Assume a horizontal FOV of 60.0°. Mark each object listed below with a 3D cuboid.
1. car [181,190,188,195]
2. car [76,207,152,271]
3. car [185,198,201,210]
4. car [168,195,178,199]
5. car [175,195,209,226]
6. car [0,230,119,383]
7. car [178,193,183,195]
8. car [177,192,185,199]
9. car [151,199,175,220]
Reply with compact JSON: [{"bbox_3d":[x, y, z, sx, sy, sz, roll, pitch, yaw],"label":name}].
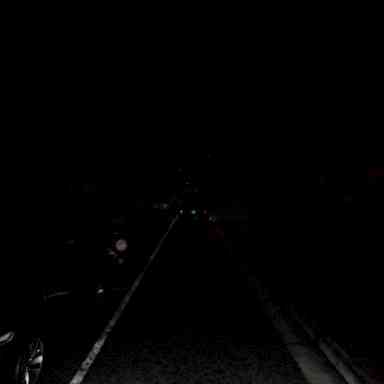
[{"bbox_3d":[-2.620,0.966,76.568,2.008,1.369,4.403,1,1,0],"label":"car"},{"bbox_3d":[-2.633,1.450,10.714,1.967,1.590,4.097,0,0,0],"label":"car"},{"bbox_3d":[0.100,1.481,41.198,1.895,1.301,4.718,0,1,0],"label":"car"},{"bbox_3d":[-2.627,1.451,38.399,1.887,1.381,4.507,1,0,0],"label":"car"},{"bbox_3d":[0.100,1.344,23.663,2.097,1.767,4.553,0,0,0],"label":"car"},{"bbox_3d":[-2.634,1.570,5.180,1.947,1.339,4.313,0,0,0],"label":"car"},{"bbox_3d":[-2.623,1.318,49.299,1.752,1.417,4.829,1,1,0],"label":"car"},{"bbox_3d":[-2.619,0.859,82.046,1.752,1.417,4.829,1,1,0],"label":"car"},{"bbox_3d":[-2.630,1.530,27.327,2.008,1.369,4.403,1,0,0],"label":"car"}]
